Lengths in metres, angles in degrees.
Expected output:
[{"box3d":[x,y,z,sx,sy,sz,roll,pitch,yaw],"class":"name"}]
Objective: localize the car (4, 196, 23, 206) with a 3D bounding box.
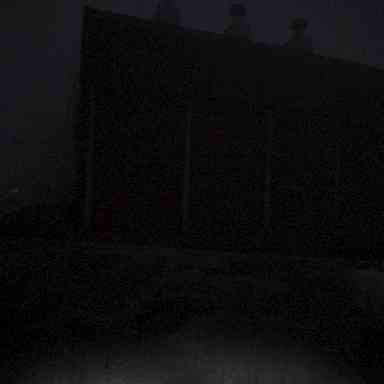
[{"box3d":[-25.873,1.271,48.419,1.895,1.301,4.718,2,-1,-19],"class":"car"}]
